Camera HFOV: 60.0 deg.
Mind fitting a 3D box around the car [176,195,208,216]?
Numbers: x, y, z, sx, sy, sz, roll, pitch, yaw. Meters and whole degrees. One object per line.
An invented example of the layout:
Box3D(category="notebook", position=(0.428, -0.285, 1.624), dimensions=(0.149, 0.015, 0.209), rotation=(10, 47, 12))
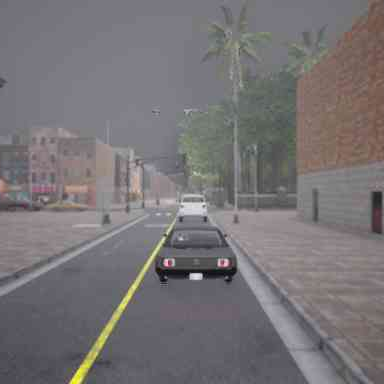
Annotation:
Box3D(category="car", position=(0.102, 1.266, 27.359), dimensions=(2.150, 2.045, 5.566), rotation=(0, -1, 0))

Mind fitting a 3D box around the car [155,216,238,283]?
Box3D(category="car", position=(0.098, 1.615, 9.691), dimensions=(1.895, 1.301, 4.718), rotation=(0, 0, 0))

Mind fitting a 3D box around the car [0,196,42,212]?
Box3D(category="car", position=(-20.066, 1.431, 38.949), dimensions=(5.009, 1.841, 2.192), rotation=(0, 0, 0))

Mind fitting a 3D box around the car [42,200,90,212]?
Box3D(category="car", position=(-14.444, 1.627, 38.956), dimensions=(4.829, 1.417, 1.752), rotation=(0, 0, 0))

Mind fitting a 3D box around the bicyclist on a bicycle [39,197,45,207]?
Box3D(category="bicyclist on a bicycle", position=(-20.147, 1.436, 44.596), dimensions=(0.582, 1.620, 1.656), rotation=(0, 0, 0))
